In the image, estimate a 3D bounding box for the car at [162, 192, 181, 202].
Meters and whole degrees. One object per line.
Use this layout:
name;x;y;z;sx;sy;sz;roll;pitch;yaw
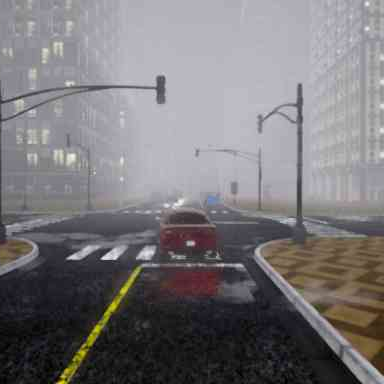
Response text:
car;-3.167;1.058;52.252;1.895;1.301;4.718;0;1;1

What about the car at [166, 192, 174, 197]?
car;-5.648;0.672;87.444;1.802;1.307;4.206;0;1;0

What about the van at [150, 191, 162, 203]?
van;-5.771;0.778;54.208;1.690;1.788;3.998;0;1;0

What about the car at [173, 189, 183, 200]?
car;-3.035;0.515;67.925;2.150;2.045;5.566;0;1;0

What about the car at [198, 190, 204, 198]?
car;2.672;0.579;70.794;2.192;1.841;5.009;0;1;0

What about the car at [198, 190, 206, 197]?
car;2.754;0.346;92.950;2.192;1.841;5.009;0;1;0

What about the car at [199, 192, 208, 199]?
car;2.691;0.751;76.335;1.887;1.381;4.507;0;1;0

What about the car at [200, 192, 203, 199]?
car;2.612;1.040;48.643;1.887;1.381;4.507;0;1;0

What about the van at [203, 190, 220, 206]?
van;2.682;0.894;43.103;1.690;1.788;3.998;0;1;0

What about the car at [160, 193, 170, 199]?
car;-5.710;0.830;70.827;1.947;1.339;4.313;0;1;0

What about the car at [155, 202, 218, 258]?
car;-0.322;1.349;12.330;1.882;1.535;5.008;0;1;-7

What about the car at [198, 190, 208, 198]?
car;2.713;0.463;81.872;2.192;1.841;5.009;0;1;0

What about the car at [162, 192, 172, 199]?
car;-5.689;0.757;76.365;2.008;1.369;4.403;0;1;0
